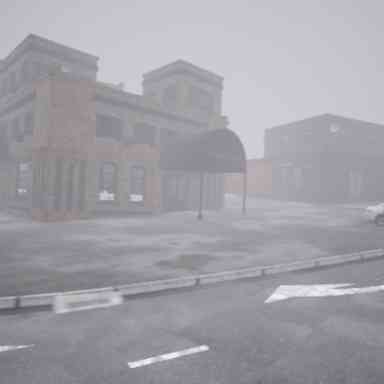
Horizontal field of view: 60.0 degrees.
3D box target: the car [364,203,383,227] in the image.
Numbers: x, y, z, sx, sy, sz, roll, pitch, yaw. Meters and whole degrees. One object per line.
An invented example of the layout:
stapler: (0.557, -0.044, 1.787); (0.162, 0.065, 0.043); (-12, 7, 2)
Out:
car: (11.802, 1.131, 17.771); (4.674, 1.452, 2.002); (-2, 0, 44)
